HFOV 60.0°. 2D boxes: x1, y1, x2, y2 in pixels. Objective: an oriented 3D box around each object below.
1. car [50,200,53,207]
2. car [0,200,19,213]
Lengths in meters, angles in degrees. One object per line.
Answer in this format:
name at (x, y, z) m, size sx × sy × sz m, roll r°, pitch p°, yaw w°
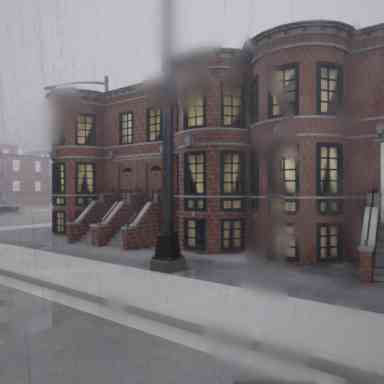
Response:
car at (-16.466, 1.220, 45.355) m, size 2.150 × 2.045 × 5.566 m, roll 0°, pitch 0°, yaw 36°
car at (-20.128, 1.562, 34.224) m, size 1.994 × 1.385 × 4.181 m, roll 0°, pitch 0°, yaw 36°
